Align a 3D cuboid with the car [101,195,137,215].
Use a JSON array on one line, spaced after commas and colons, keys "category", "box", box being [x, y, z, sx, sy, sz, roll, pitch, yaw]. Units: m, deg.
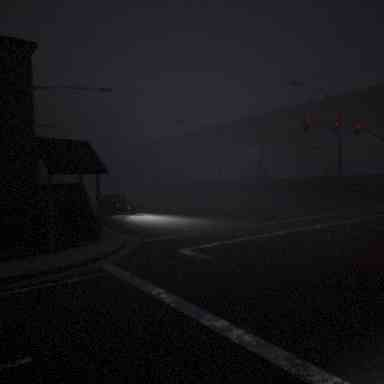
[{"category": "car", "box": [-6.178, 0.967, 27.404, 2.128, 1.511, 4.902, -3, 2, -34]}]
